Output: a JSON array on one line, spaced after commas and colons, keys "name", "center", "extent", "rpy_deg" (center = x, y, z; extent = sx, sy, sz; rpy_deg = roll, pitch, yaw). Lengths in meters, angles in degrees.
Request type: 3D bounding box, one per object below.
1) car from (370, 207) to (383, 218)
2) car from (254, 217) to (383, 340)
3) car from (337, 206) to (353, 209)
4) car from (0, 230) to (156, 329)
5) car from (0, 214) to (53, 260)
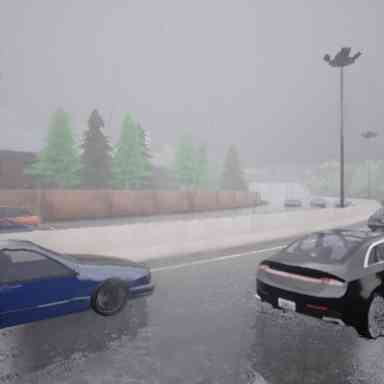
[{"name": "car", "center": [11.878, 1.581, 19.502], "extent": [2.033, 1.411, 5.357], "rpy_deg": [0, 0, 42]}, {"name": "car", "center": [3.324, 1.505, 6.639], "extent": [4.902, 1.511, 2.128], "rpy_deg": [0, 0, -39]}, {"name": "car", "center": [20.211, 1.614, 43.861], "extent": [1.812, 1.442, 4.674], "rpy_deg": [0, 0, 28]}, {"name": "car", "center": [-3.336, 1.574, 5.778], "extent": [5.357, 1.411, 2.033], "rpy_deg": [0, 0, -36]}, {"name": "car", "center": [-7.398, 1.617, 11.792], "extent": [4.181, 1.385, 1.994], "rpy_deg": [0, 0, -37]}]
